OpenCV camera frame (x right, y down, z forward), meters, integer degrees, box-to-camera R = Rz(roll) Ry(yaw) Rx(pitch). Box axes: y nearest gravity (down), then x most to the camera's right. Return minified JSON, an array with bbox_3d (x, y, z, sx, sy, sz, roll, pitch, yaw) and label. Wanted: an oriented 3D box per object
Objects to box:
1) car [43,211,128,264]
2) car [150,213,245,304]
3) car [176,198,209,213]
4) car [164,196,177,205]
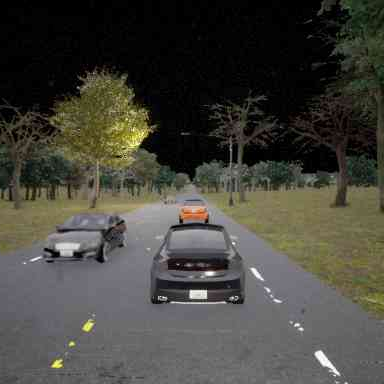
[{"bbox_3d":[-3.577,1.484,11.955,2.128,1.511,4.902,0,0,0],"label":"car"},{"bbox_3d":[0.116,1.502,8.112,1.837,1.490,4.892,0,0,0],"label":"car"},{"bbox_3d":[0.149,1.321,25.050,2.097,1.767,4.553,0,0,0],"label":"car"},{"bbox_3d":[-3.395,1.277,53.968,1.994,1.385,4.181,0,0,0],"label":"car"}]
